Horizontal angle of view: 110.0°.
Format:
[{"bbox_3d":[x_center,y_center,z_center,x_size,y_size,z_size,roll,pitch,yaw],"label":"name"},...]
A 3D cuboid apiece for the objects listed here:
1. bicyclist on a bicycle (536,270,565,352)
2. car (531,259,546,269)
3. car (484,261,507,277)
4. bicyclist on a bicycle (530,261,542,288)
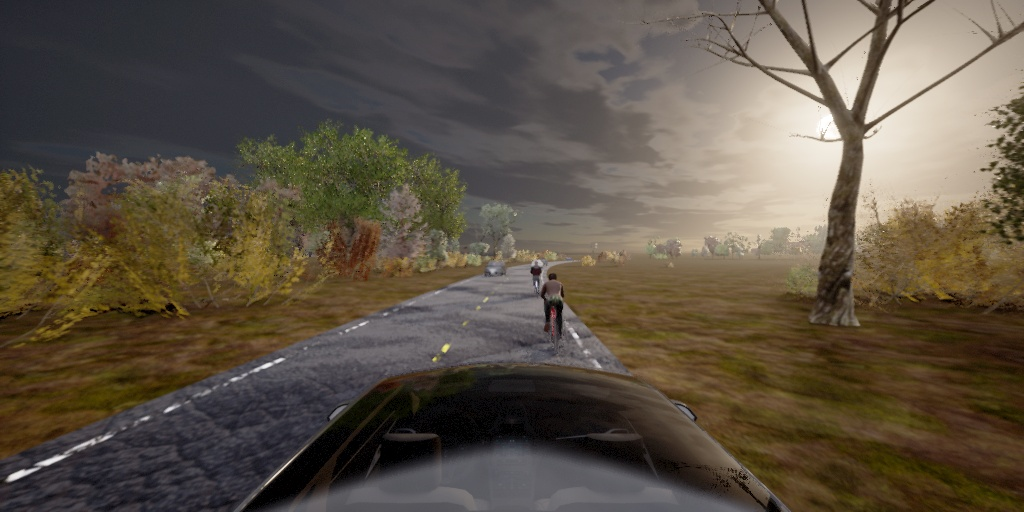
[{"bbox_3d":[0.919,1.204,7.980,0.582,1.620,1.656,0,0,1],"label":"bicyclist on a bicycle"},{"bbox_3d":[4.106,1.306,58.368,1.812,1.442,4.674,0,0,8],"label":"car"},{"bbox_3d":[-1.586,1.254,35.912,2.128,1.511,4.902,0,0,5],"label":"car"},{"bbox_3d":[1.227,1.126,18.149,0.659,1.776,1.843,0,0,2],"label":"bicyclist on a bicycle"}]
